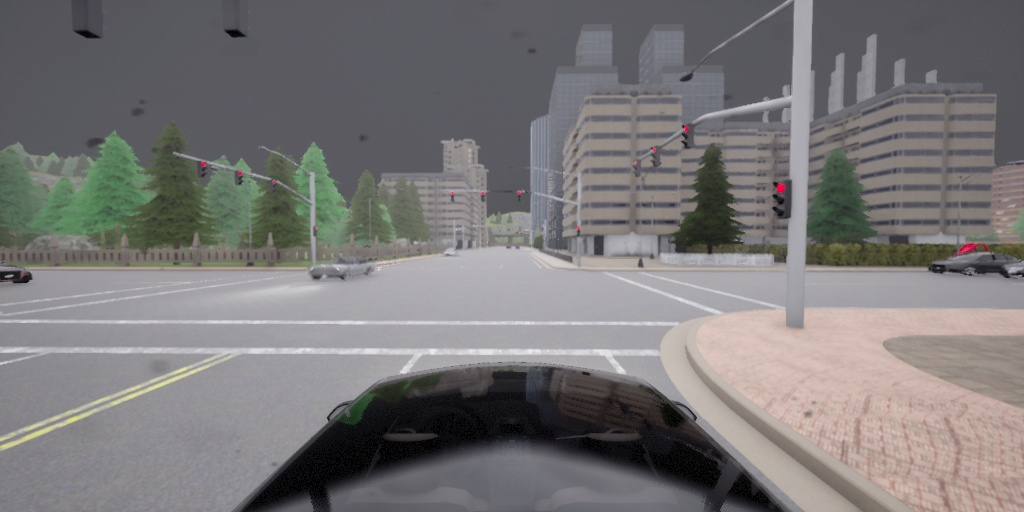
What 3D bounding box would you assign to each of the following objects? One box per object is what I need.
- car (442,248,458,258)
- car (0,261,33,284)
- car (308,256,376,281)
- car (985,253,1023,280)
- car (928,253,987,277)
[{"bbox_3d":[-9.420,-0.473,55.265,1.812,1.442,4.674,0,3,1],"label":"car"},{"bbox_3d":[-26.009,0.772,17.184,4.181,1.385,1.994,0,2,1],"label":"car"},{"bbox_3d":[-9.942,0.700,21.339,1.895,1.301,4.718,0,2,2],"label":"car"},{"bbox_3d":[30.700,0.650,20.192,4.902,1.511,2.128,0,2,1],"label":"car"},{"bbox_3d":[30.636,0.545,23.692,4.892,1.490,1.837,0,2,1],"label":"car"}]
